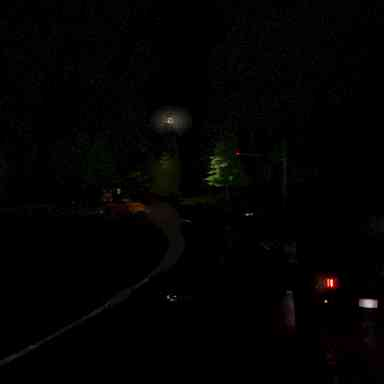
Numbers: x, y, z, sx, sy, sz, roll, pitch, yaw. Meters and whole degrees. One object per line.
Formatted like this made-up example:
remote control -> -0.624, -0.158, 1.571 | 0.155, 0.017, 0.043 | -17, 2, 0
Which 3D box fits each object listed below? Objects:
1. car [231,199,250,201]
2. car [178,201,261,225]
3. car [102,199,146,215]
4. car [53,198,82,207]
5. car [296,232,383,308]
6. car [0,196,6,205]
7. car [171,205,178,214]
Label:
car -> 4.689, 1.479, 34.636 | 5.008, 1.535, 1.882 | 0, 0, 32
car -> 1.955, 1.548, 23.931 | 5.357, 1.411, 2.033 | 0, 0, 32
car -> -6.939, 1.479, 33.739 | 5.008, 1.535, 1.882 | 0, 0, 32
car -> -18.592, 1.603, 49.453 | 4.718, 1.301, 1.895 | 0, 0, 32
car -> 3.517, 1.601, 7.797 | 1.895, 1.301, 4.718 | 0, 0, 14
car -> -32.270, 1.356, 54.011 | 4.553, 1.767, 2.097 | 0, 0, 32
car -> 0.274, 1.602, 33.298 | 4.718, 1.301, 1.895 | 0, 0, 32
